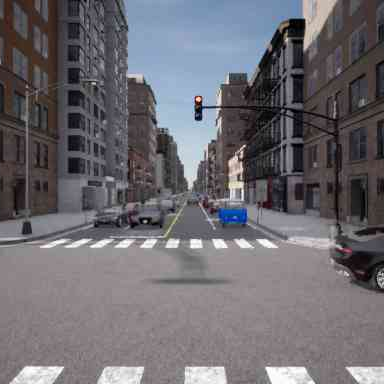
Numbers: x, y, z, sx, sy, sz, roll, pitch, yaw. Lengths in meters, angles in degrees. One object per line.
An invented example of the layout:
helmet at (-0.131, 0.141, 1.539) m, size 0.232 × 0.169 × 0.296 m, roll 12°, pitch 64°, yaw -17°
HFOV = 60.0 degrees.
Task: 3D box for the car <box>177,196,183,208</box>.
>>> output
car at (-2.759, 1.596, 49.341) m, size 1.895 × 1.301 × 4.718 m, roll 0°, pitch 0°, yaw 0°

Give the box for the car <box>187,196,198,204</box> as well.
car at (0.172, 1.532, 65.808) m, size 2.033 × 1.411 × 5.357 m, roll 0°, pitch 0°, yaw 0°

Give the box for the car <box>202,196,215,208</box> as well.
car at (2.688, 1.580, 45.213) m, size 1.802 × 1.307 × 4.206 m, roll 0°, pitch 0°, yaw 0°

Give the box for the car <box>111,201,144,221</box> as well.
car at (-5.356, 1.546, 28.170) m, size 1.887 × 1.381 × 4.507 m, roll 0°, pitch 0°, yaw 0°

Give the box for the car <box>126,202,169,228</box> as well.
car at (-2.809, 1.564, 21.811) m, size 1.994 × 1.385 × 4.181 m, roll 0°, pitch 0°, yaw -1°

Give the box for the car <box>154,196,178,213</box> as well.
car at (-2.813, 1.526, 36.701) m, size 1.812 × 1.442 × 4.674 m, roll 0°, pitch 0°, yaw 0°

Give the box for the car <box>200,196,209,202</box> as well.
car at (2.720, 1.531, 73.620) m, size 2.008 × 1.369 × 4.403 m, roll 0°, pitch 0°, yaw 0°

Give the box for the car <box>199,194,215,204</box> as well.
car at (2.695, 1.309, 50.895) m, size 2.192 × 1.841 × 5.009 m, roll 0°, pitch 0°, yaw 0°

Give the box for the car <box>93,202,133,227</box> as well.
car at (-5.363, 1.551, 22.488) m, size 2.008 × 1.369 × 4.403 m, roll 0°, pitch 0°, yaw 0°

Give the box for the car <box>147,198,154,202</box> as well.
car at (-5.337, 1.523, 45.046) m, size 1.752 × 1.417 × 4.829 m, roll 0°, pitch 0°, yaw 0°

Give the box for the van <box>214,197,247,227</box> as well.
van at (2.662, 1.342, 22.488) m, size 1.690 × 1.788 × 3.998 m, roll 0°, pitch 0°, yaw 0°

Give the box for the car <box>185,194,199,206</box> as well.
car at (0.167, 1.483, 55.386) m, size 2.128 × 1.511 × 4.902 m, roll 0°, pitch 0°, yaw 0°

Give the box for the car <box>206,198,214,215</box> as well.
car at (2.675, 1.583, 33.850) m, size 1.802 × 1.307 × 4.206 m, roll 0°, pitch 0°, yaw 0°

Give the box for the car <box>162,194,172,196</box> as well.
car at (-5.318, 1.553, 62.261) m, size 1.947 × 1.339 × 4.313 m, roll 0°, pitch 0°, yaw 0°

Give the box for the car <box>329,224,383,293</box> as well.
car at (5.949, 1.549, 7.998) m, size 4.892 × 1.490 × 1.837 m, roll 0°, pitch 2°, yaw 11°
